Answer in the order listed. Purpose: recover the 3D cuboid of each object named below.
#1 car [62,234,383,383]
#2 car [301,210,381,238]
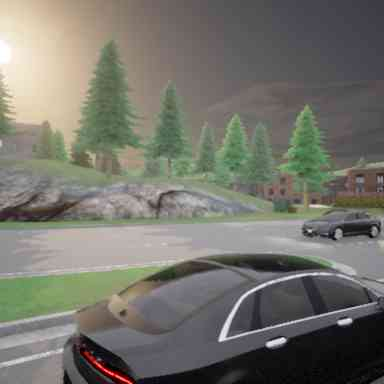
[{"bbox_3d":[1.038,1.533,4.080,4.892,1.490,1.837,1,-1,-33],"label":"car"},{"bbox_3d":[7.947,1.719,17.608,4.892,1.490,1.837,1,0,-29],"label":"car"}]
